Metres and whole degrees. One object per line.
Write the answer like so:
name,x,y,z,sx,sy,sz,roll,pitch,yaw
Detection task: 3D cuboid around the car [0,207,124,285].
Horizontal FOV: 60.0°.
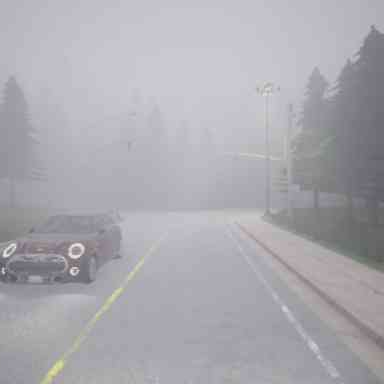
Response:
car,-3.452,1.375,9.681,2.097,1.767,4.553,0,0,1
